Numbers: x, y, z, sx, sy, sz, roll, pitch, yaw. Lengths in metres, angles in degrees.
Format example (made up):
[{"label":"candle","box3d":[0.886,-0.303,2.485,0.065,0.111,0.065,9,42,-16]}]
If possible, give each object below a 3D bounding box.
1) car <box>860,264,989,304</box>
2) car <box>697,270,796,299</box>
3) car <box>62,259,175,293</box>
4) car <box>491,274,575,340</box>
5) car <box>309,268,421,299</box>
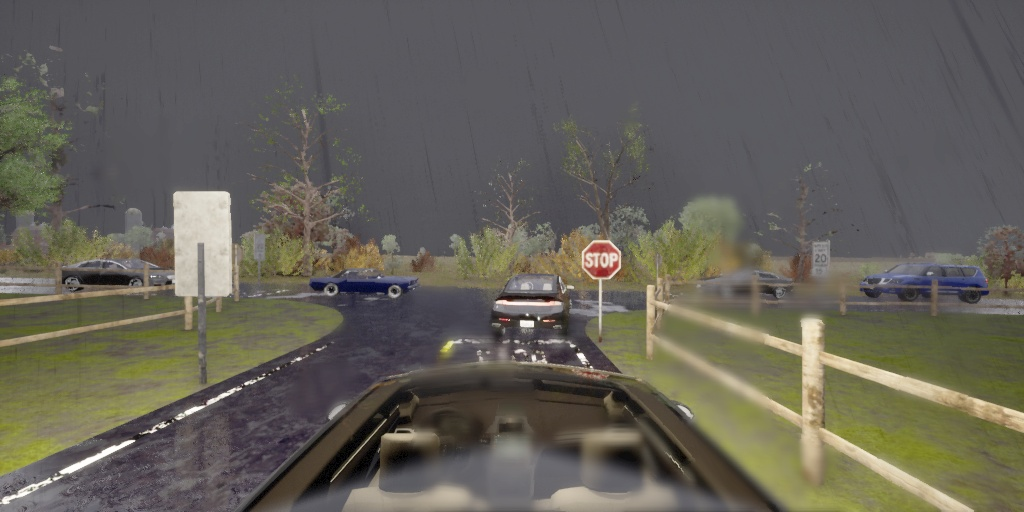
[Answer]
[{"label":"car","box3d":[22.897,1.466,20.015,5.566,2.045,2.150,1,1,0]},{"label":"car","box3d":[13.002,1.525,20.025,4.902,1.511,2.128,1,1,0]},{"label":"car","box3d":[-18.492,0.885,17.111,4.902,1.511,2.128,1,1,0]},{"label":"car","box3d":[0.705,1.240,10.065,2.128,1.511,4.902,0,0,9]},{"label":"car","box3d":[-6.824,1.248,17.095,4.718,1.301,1.895,1,1,0]}]
